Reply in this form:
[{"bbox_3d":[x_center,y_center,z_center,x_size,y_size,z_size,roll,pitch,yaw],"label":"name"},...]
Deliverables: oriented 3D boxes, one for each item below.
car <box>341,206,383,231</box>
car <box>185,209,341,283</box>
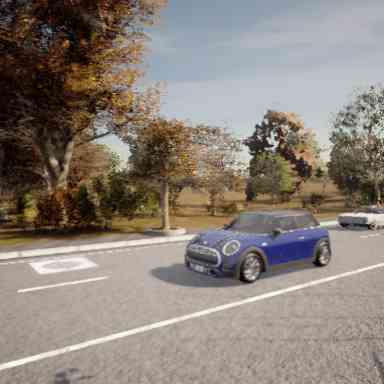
[{"bbox_3d":[10.958,1.538,20.323,4.718,1.301,1.895,0,0,-35],"label":"car"},{"bbox_3d":[2.015,1.333,9.713,4.553,1.767,2.097,0,0,-35],"label":"car"}]
